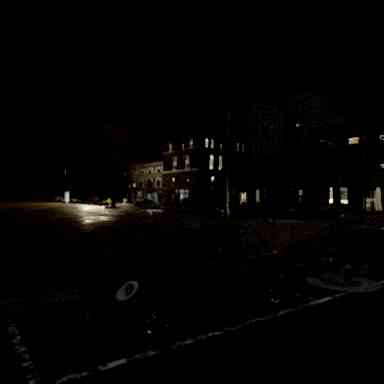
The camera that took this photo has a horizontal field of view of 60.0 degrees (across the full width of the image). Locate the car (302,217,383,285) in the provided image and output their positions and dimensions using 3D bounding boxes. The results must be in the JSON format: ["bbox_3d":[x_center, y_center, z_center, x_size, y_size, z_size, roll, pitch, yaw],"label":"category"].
[{"bbox_3d":[4.570,1.633,9.767,4.507,1.381,1.887,1,0,-35],"label":"car"}]

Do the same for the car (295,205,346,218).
[{"bbox_3d":[12.932,1.972,33.019,2.008,1.369,4.403,1,-1,-35],"label":"car"}]

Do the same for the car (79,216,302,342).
[{"bbox_3d":[-0.024,1.475,6.488,4.097,1.590,1.967,1,0,-35],"label":"car"}]

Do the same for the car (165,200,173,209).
[{"bbox_3d":[-3.507,1.998,56.604,1.967,1.590,4.097,1,-1,-35],"label":"car"}]

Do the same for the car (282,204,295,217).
[{"bbox_3d":[9.809,2.013,37.525,1.947,1.339,4.313,1,-1,-35],"label":"car"}]

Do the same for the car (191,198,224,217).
[{"bbox_3d":[2.109,1.687,33.477,1.967,1.590,4.097,1,-1,-35],"label":"car"}]

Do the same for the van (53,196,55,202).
[{"bbox_3d":[-35.728,1.918,88.300,1.690,1.788,3.998,1,-1,-35],"label":"van"}]

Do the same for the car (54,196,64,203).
[{"bbox_3d":[-32.472,2.073,83.595,1.752,1.417,4.829,1,-1,-35],"label":"car"}]

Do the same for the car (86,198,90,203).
[{"bbox_3d":[-25.680,2.063,88.512,2.192,1.841,5.009,1,-1,-35],"label":"car"}]

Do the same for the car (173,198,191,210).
[{"bbox_3d":[-0.316,1.847,52.062,2.192,1.841,5.009,1,-1,-35],"label":"car"}]

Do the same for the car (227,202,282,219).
[{"bbox_3d":[5.947,1.790,32.716,2.128,1.511,4.902,2,-1,-35],"label":"car"}]

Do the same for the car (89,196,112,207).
[{"bbox_3d":[-16.661,1.936,60.783,1.752,1.417,4.829,1,-1,-35],"label":"car"}]

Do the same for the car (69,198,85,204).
[{"bbox_3d":[-26.244,2.059,74.610,1.947,1.339,4.313,1,-1,-35],"label":"car"}]

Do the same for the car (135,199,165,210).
[{"bbox_3d":[-6.507,1.930,50.751,1.812,1.442,4.674,2,-1,-34],"label":"car"}]

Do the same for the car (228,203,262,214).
[{"bbox_3d":[6.687,2.056,42.028,1.802,1.307,4.206,1,-1,-35],"label":"car"}]
